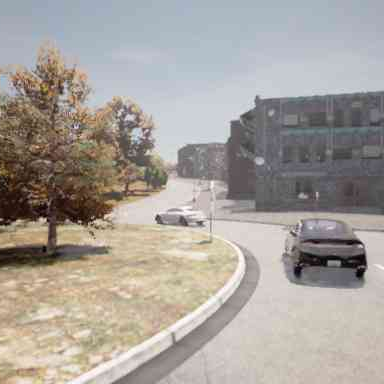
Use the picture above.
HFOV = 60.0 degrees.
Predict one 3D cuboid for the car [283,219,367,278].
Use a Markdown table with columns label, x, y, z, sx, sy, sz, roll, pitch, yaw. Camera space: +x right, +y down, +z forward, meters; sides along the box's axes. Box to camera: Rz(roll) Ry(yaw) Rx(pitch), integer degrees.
| label | x | y | z | sx | sy | sz | roll | pitch | yaw |
| --- | --- | --- | --- | --- | --- | --- | --- | --- | --- |
| car | 4.033 | 1.591 | 10.583 | 2.128 | 1.511 | 4.902 | 0 | -1 | 13 |

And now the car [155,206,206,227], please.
| label | x | y | z | sx | sy | sz | roll | pitch | yaw |
| --- | --- | --- | --- | --- | --- | --- | --- | --- | --- |
| car | -0.934 | 1.817 | 25.767 | 1.812 | 1.442 | 4.674 | 1 | -1 | -44 |
